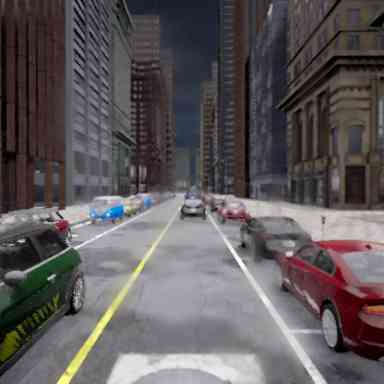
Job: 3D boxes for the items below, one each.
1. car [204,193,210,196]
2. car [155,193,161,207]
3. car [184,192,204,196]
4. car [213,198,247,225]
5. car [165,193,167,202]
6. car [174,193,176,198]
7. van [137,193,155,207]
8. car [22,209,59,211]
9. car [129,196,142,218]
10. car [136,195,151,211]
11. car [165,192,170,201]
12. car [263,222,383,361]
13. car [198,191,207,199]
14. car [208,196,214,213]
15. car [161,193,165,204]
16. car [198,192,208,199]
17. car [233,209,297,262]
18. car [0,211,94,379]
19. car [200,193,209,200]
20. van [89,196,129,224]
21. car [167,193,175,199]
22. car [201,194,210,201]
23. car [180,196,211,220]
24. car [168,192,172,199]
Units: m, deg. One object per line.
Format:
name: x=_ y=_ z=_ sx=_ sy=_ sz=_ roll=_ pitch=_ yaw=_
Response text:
car: x=2.756 y=1.274 z=51.033 sx=1.802 sy=1.307 sz=4.206 roll=0 pitch=0 yaw=0
car: x=-5.769 y=1.165 z=45.388 sx=1.967 sy=1.590 sz=4.097 roll=0 pitch=0 yaw=0
car: x=0.095 y=0.951 z=44.895 sx=2.150 sy=2.045 sz=5.566 roll=0 pitch=1 yaw=0
car: x=2.758 y=1.298 z=22.850 sx=1.967 sy=1.590 sz=4.097 roll=0 pitch=0 yaw=0
car: x=-5.770 y=1.226 z=56.663 sx=1.947 sy=1.339 sz=4.313 roll=0 pitch=0 yaw=0
car: x=-5.773 y=1.033 z=84.675 sx=1.752 sy=1.417 sz=4.829 roll=0 pitch=0 yaw=0
van: x=-5.769 y=1.098 z=39.751 sx=1.690 sy=1.788 sz=3.998 roll=0 pitch=0 yaw=0
car: x=-5.766 y=1.367 z=11.570 sx=1.967 sy=1.590 sz=4.097 roll=0 pitch=0 yaw=0
car: x=-5.767 y=1.350 z=28.310 sx=1.752 sy=1.417 sz=4.829 roll=0 pitch=0 yaw=0
car: x=-5.768 y=1.341 z=34.116 sx=2.008 sy=1.369 sz=4.403 roll=0 pitch=0 yaw=0
car: x=-5.770 y=1.193 z=62.299 sx=1.947 sy=1.339 sz=4.313 roll=0 pitch=0 yaw=0
car: x=2.760 y=1.507 z=5.943 sx=1.887 sy=1.381 sz=4.507 roll=0 pitch=0 yaw=0
car: x=2.751 y=0.794 z=90.484 sx=2.192 sy=1.841 sz=5.009 roll=0 pitch=0 yaw=0
car: x=2.757 y=1.356 z=34.123 sx=1.947 sy=1.339 sz=4.313 roll=0 pitch=0 yaw=0
car: x=-5.770 y=1.007 z=51.024 sx=2.192 sy=1.841 sz=5.009 roll=0 pitch=0 yaw=0
car: x=2.751 y=0.822 z=84.847 sx=2.192 sy=1.841 sz=5.009 roll=0 pitch=0 yaw=0
car: x=2.759 y=1.493 z=11.579 sx=1.947 sy=1.339 sz=4.313 roll=0 pitch=0 yaw=0
car: x=-3.068 y=1.323 z=4.377 sx=2.097 sy=1.767 sz=4.553 roll=0 pitch=0 yaw=0
car: x=2.753 y=1.006 z=73.577 sx=1.967 sy=1.590 sz=4.097 roll=0 pitch=0 yaw=0
van: x=-5.767 y=1.199 z=22.842 sx=1.690 sy=1.788 sz=3.998 roll=0 pitch=0 yaw=0
car: x=-5.773 y=1.061 z=90.482 sx=1.802 sy=1.307 sz=4.206 roll=0 pitch=0 yaw=0
car: x=2.754 y=1.178 z=67.942 sx=1.802 sy=1.307 sz=4.206 roll=0 pitch=0 yaw=0
car: x=0.098 y=1.340 z=26.412 sx=2.163 sy=1.488 sz=4.792 roll=0 pitch=0 yaw=0
car: x=-5.771 y=1.147 z=67.935 sx=2.008 sy=1.369 sz=4.403 roll=0 pitch=0 yaw=0
